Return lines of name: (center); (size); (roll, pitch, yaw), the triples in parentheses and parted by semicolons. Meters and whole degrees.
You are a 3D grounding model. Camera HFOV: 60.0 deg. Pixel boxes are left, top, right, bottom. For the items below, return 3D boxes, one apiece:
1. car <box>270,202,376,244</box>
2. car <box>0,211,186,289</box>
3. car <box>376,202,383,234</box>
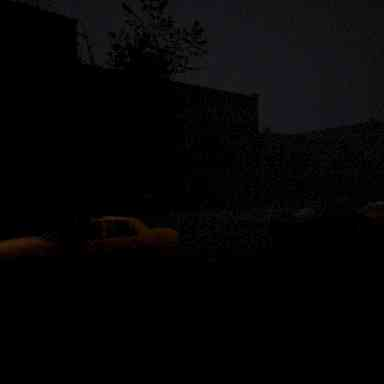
car: (5.603, 1.306, 14.653); (5.008, 1.535, 2.097); (0, 0, -33)
car: (-2.742, 1.309, 8.696); (5.366, 1.575, 1.946); (0, 0, -33)
car: (10.116, 1.293, 17.880); (5.008, 1.535, 2.097); (0, 0, -33)
